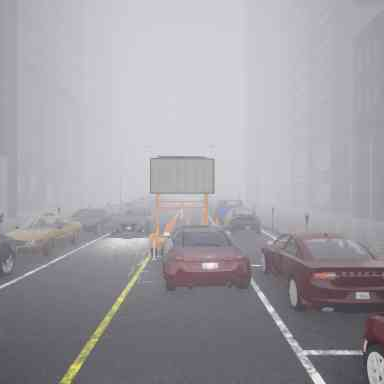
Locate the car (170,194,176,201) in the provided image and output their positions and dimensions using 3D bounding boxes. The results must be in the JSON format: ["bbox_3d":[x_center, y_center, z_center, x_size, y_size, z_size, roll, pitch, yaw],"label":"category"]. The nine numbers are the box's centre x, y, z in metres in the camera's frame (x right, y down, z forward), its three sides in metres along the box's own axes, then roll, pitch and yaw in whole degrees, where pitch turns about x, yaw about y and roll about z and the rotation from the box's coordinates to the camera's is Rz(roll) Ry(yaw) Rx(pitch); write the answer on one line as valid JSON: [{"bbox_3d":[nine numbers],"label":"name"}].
[{"bbox_3d":[-5.673,1.620,80.888,1.887,1.381,4.507,0,0,0],"label":"car"}]

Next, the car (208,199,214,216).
[{"bbox_3d":[2.795,1.561,30.166,2.008,1.369,4.403,0,0,0],"label":"car"}]

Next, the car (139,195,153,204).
[{"bbox_3d":[-5.724,1.455,35.796,1.967,1.590,4.097,0,0,0],"label":"car"}]

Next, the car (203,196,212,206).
[{"bbox_3d":[2.808,1.571,41.438,2.008,1.369,4.403,0,0,0],"label":"car"}]

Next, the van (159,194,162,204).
[{"bbox_3d":[-5.712,1.368,47.069,1.690,1.788,3.998,0,0,0],"label":"van"}]

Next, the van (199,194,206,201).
[{"bbox_3d":[2.864,1.438,92.164,1.690,1.788,3.998,0,0,0],"label":"van"}]

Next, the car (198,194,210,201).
[{"bbox_3d":[2.832,1.363,63.983,2.192,1.841,5.009,0,0,0],"label":"car"}]

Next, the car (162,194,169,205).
[{"bbox_3d":[-5.699,1.355,58.341,2.192,1.841,5.009,0,0,0],"label":"car"}]

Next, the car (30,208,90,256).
[{"bbox_3d":[-5.749,1.527,13.079,1.752,1.417,4.829,0,0,0],"label":"car"}]

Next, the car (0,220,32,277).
[{"bbox_3d":[-5.755,1.566,7.613,1.947,1.339,4.313,0,0,0],"label":"car"}]

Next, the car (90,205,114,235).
[{"bbox_3d":[-5.743,1.570,18.885,1.947,1.339,4.313,0,0,0],"label":"car"}]

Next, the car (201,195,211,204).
[{"bbox_3d":[2.820,1.578,52.710,1.887,1.381,4.507,0,0,0],"label":"car"}]

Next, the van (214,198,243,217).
[{"bbox_3d":[2.788,1.348,24.529,1.690,1.788,3.998,0,0,0],"label":"van"}]

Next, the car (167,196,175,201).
[{"bbox_3d":[-5.660,1.662,92.161,1.947,1.339,4.313,0,0,0],"label":"car"}]

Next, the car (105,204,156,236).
[{"bbox_3d":[-3.080,1.567,18.183,1.994,1.385,4.181,0,0,0],"label":"car"}]

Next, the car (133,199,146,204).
[{"bbox_3d":[-5.730,1.577,30.159,1.947,1.339,4.313,0,0,0],"label":"car"}]

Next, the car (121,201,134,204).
[{"bbox_3d":[-5.736,1.589,24.523,1.802,1.307,4.206,0,0,0],"label":"car"}]

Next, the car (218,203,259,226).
[{"bbox_3d":[2.782,1.555,18.893,2.008,1.369,4.403,0,0,0],"label":"car"}]

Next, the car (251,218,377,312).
[{"bbox_3d":[2.770,1.545,7.621,1.887,1.381,4.507,0,0,0],"label":"car"}]

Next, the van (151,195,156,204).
[{"bbox_3d":[-5.718,1.362,41.432,1.690,1.788,3.998,0,0,0],"label":"van"}]

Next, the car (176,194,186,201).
[{"bbox_3d":[-2.901,1.650,86.763,1.994,1.385,4.181,0,0,0],"label":"car"}]

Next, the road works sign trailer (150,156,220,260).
[{"bbox_3d":[-0.377,0.466,12.465,2.380,3.560,2.880,0,0,-5],"label":"road works sign trailer"}]

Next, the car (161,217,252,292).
[{"bbox_3d":[0.196,1.565,9.014,1.994,1.385,4.181,0,-1,-5],"label":"car"}]

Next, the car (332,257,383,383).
[{"bbox_3d":[2.763,1.545,1.984,1.887,1.381,4.507,0,0,0],"label":"car"}]
